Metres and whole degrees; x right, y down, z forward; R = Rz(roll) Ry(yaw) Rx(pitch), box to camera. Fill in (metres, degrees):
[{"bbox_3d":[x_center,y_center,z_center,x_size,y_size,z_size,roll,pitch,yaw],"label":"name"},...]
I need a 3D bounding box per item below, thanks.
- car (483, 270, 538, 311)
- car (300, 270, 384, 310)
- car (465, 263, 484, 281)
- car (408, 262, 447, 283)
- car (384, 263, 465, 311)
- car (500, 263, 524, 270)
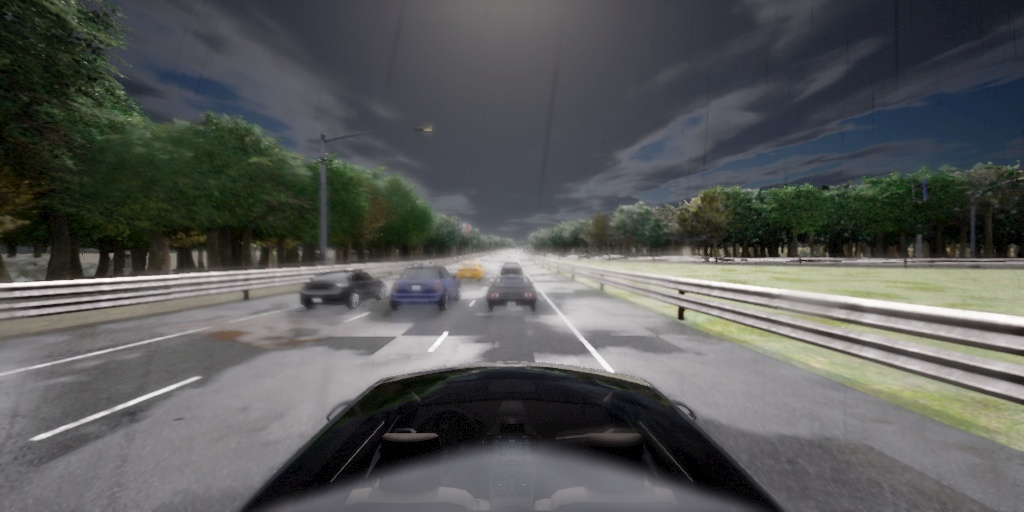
[{"bbox_3d":[0.008,1.447,15.090,1.895,1.301,4.718,0,0,0],"label":"car"},{"bbox_3d":[-6.988,1.354,15.353,1.837,1.490,4.892,0,0,0],"label":"car"},{"bbox_3d":[-3.495,1.317,31.058,1.882,1.535,5.008,0,0,0],"label":"car"},{"bbox_3d":[-7.001,1.334,30.321,2.128,1.511,4.902,0,0,0],"label":"car"},{"bbox_3d":[-3.488,1.197,15.262,2.097,1.767,4.553,0,0,0],"label":"car"},{"bbox_3d":[0.004,1.317,31.057,1.882,1.535,5.008,0,0,0],"label":"car"}]
